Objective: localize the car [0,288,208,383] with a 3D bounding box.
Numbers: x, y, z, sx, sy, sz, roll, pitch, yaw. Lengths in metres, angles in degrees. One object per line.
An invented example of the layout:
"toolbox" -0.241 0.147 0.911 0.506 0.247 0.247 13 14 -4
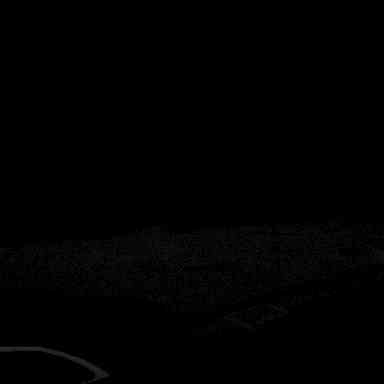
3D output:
"car" -2.151 1.491 1.846 4.902 1.511 2.128 0 0 -35
